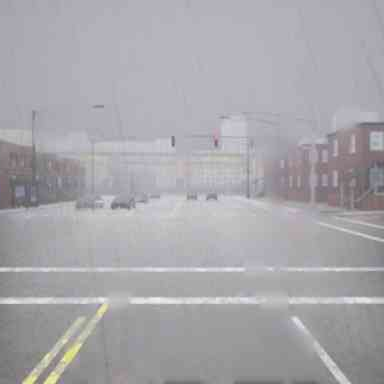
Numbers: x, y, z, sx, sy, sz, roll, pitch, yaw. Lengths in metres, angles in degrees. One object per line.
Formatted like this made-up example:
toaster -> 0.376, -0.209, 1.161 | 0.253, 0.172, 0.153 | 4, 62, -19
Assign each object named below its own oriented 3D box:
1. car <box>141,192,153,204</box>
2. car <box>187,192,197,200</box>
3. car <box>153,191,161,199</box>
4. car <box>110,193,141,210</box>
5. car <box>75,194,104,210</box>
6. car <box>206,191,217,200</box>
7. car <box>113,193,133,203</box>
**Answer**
car -> -7.092, 0.854, 45.926 | 2.128, 1.511, 4.902 | 0, 1, 0
car -> -0.014, 0.670, 59.382 | 2.128, 1.511, 4.902 | 0, 1, 0
car -> -7.016, 0.636, 64.494 | 1.837, 1.490, 4.892 | 0, 1, 0
car -> -7.100, 1.062, 34.997 | 2.033, 1.411, 5.357 | 0, 1, 0
car -> -10.596, 1.025, 34.658 | 1.837, 1.490, 4.892 | 0, 1, 0
car -> 3.486, 0.683, 59.388 | 1.837, 1.490, 4.892 | 0, 1, 0
car -> -10.570, 0.837, 51.354 | 2.033, 1.411, 5.357 | 0, 1, 0
